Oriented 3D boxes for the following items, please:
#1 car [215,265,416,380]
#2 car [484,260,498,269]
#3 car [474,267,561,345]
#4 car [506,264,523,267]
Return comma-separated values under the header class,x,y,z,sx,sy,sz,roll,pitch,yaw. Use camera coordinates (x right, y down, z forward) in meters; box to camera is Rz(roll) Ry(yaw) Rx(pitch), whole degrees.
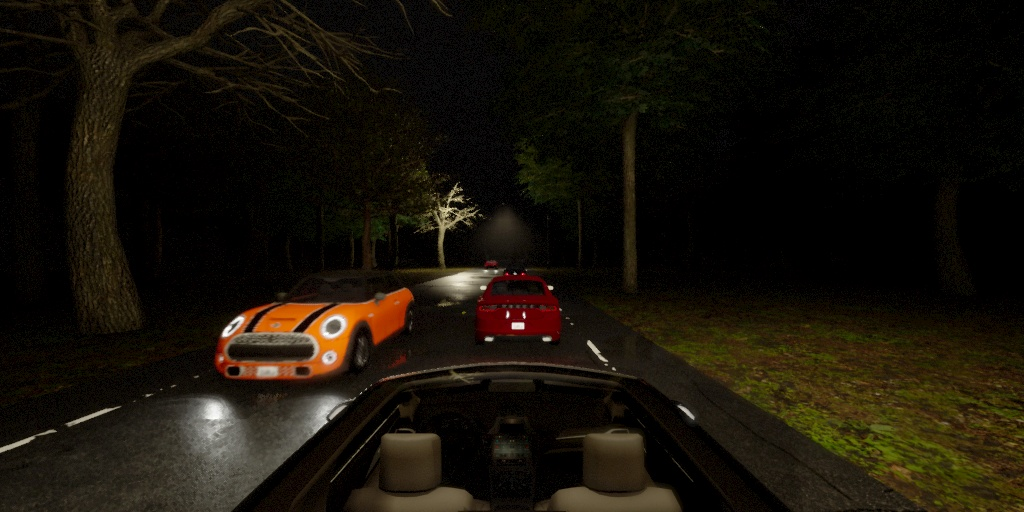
class,x,y,z,sx,sy,sz,roll,pitch,yaw
car,-3.575,1.106,7.501,2.097,1.767,4.553,0,0,0
car,-3.314,1.425,57.439,1.882,1.535,5.008,0,-1,1
car,0.130,1.235,9.559,1.882,1.535,5.008,0,0,0
car,0.210,1.352,28.294,2.033,1.411,5.357,0,0,0
